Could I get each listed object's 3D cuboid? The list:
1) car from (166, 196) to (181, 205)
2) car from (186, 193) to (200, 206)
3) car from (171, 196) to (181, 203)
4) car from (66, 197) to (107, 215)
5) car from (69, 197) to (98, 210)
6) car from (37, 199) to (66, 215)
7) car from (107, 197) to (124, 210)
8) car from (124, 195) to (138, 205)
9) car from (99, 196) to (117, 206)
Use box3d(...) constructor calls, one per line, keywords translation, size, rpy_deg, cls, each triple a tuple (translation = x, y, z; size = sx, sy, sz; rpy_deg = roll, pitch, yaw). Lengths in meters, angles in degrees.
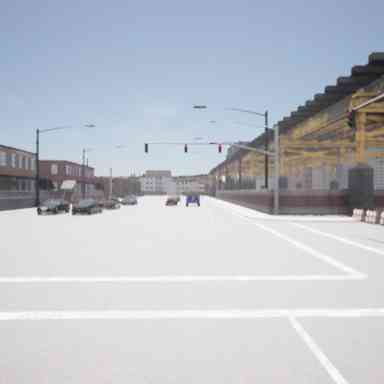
box3d(translation=(-3.345, 1.503, 56.124), size=(1.812, 1.442, 4.674), rpy_deg=(0, 0, 0), cls="car")
box3d(translation=(0.165, 1.199, 54.648), size=(2.150, 2.045, 5.566), rpy_deg=(0, 0, 0), cls="car")
box3d(translation=(-3.385, 1.517, 70.967), size=(2.033, 1.411, 5.357), rpy_deg=(0, 0, 0), cls="car")
box3d(translation=(-10.551, 1.464, 33.776), size=(1.882, 1.535, 5.008), rpy_deg=(0, 0, 2), cls="car")
box3d(translation=(-14.038, 1.474, 43.333), size=(2.128, 1.511, 4.902), rpy_deg=(0, 0, 0), cls="car")
box3d(translation=(-14.051, 1.478, 33.968), size=(2.128, 1.511, 4.902), rpy_deg=(0, 0, 0), cls="car")
box3d(translation=(-10.540, 1.487, 43.260), size=(1.837, 1.490, 4.892), rpy_deg=(0, 0, 0), cls="car")
box3d(translation=(-10.508, 1.330, 55.966), size=(2.097, 1.767, 4.553), rpy_deg=(0, 0, 0), cls="car")
box3d(translation=(-14.007, 1.504, 55.820), size=(1.812, 1.442, 4.674), rpy_deg=(0, 1, 0), cls="car")
